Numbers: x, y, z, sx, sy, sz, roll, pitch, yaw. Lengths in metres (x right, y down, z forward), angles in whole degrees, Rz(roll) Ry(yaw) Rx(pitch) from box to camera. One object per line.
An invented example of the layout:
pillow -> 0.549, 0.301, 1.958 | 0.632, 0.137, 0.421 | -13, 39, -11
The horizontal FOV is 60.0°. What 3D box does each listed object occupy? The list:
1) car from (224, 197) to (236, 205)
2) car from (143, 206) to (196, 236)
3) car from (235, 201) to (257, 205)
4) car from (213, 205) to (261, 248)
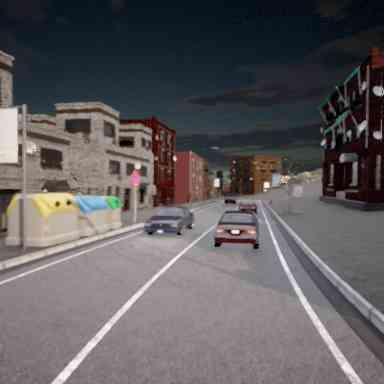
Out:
car -> 6.836, 1.556, 59.466 | 1.895, 1.301, 4.718 | 1, 0, 11
car -> -1.036, 1.502, 18.503 | 2.033, 1.411, 5.357 | 1, 0, 11
car -> 6.019, 1.598, 35.779 | 1.895, 1.301, 4.718 | 1, 0, 11
car -> 2.084, 1.545, 14.977 | 2.033, 1.411, 5.357 | 1, 0, 10
